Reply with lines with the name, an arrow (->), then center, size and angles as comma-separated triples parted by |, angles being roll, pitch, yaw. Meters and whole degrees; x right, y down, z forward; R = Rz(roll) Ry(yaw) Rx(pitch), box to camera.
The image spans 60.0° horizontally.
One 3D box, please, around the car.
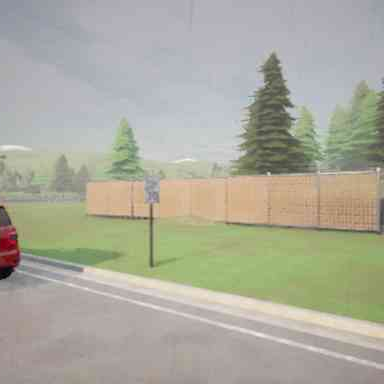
car -> -6.780, 1.262, 8.830 | 5.566, 2.045, 2.150 | 0, 0, 36
